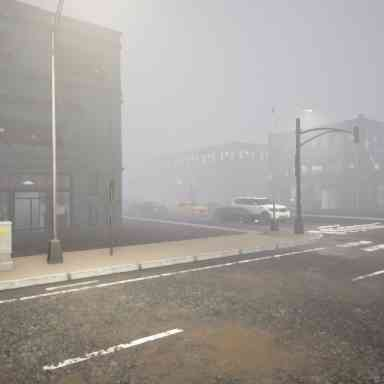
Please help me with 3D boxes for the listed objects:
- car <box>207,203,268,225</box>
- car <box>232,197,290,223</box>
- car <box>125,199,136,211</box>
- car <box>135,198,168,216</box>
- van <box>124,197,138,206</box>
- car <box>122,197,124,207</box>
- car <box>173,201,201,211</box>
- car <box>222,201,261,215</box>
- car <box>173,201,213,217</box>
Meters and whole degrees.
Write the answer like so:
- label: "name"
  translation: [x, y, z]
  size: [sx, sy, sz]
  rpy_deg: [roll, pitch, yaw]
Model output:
- label: "car"
  translation: [3.548, 1.814, 26.600]
  size: [1.947, 1.339, 4.313]
  rpy_deg: [-1, 0, -35]
- label: "car"
  translation: [5.610, 1.445, 28.387]
  size: [2.150, 2.045, 5.566]
  rpy_deg: [-1, 0, -35]
- label: "car"
  translation: [-7.250, 2.039, 46.510]
  size: [1.994, 1.385, 4.181]
  rpy_deg: [-1, 0, -36]
- label: "car"
  translation: [-4.394, 1.845, 37.981]
  size: [1.967, 1.590, 4.097]
  rpy_deg: [-1, 0, -35]
- label: "van"
  translation: [-10.390, 1.906, 60.885]
  size: [1.690, 1.788, 3.998]
  rpy_deg: [-1, 0, -35]
- label: "car"
  translation: [-13.597, 1.939, 65.397]
  size: [2.192, 1.841, 5.009]
  rpy_deg: [-1, 0, -35]
- label: "car"
  translation: [-0.766, 1.965, 47.349]
  size: [1.802, 1.307, 4.206]
  rpy_deg: [-2, 0, -35]
- label: "car"
  translation: [5.645, 1.809, 38.325]
  size: [2.008, 1.369, 4.403]
  rpy_deg: [-2, 0, -35]
- label: "car"
  translation: [-0.231, 1.817, 36.614]
  size: [1.882, 1.535, 5.008]
  rpy_deg: [-1, 0, -35]
